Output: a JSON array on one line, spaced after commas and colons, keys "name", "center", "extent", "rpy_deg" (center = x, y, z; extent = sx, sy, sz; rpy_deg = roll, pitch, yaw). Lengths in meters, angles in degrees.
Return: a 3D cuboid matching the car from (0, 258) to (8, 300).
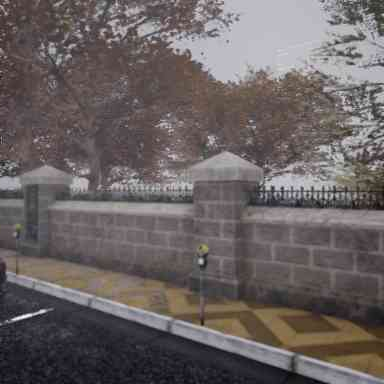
[{"name": "car", "center": [-5.488, 1.545, 6.867], "extent": [4.313, 1.339, 1.947], "rpy_deg": [0, 0, 35]}]
